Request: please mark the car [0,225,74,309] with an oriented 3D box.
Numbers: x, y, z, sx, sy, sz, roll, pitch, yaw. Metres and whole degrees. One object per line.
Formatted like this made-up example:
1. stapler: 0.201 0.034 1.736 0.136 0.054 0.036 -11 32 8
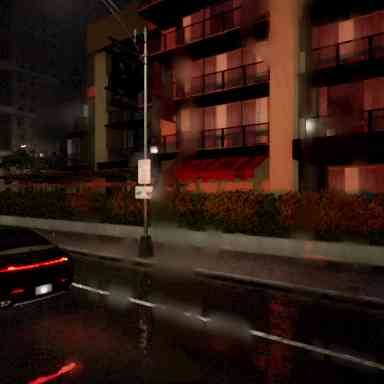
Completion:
1. car: -4.600 1.501 7.301 4.892 1.490 1.837 -1 0 35
